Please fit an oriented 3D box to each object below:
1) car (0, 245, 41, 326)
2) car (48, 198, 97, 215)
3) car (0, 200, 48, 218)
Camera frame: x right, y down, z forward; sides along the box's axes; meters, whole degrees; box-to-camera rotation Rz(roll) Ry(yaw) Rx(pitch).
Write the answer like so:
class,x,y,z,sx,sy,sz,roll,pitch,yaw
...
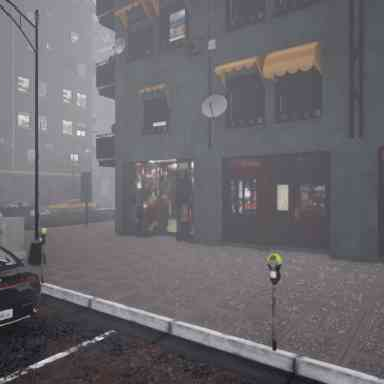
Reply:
class,x,y,z,sx,sy,sz,roll,pitch,yaw
car,-4.506,1.551,6.075,4.403,1.369,2.008,0,0,35
car,-11.011,1.249,30.502,1.752,1.417,4.829,1,1,35
car,-14.095,1.350,26.073,2.008,1.369,4.403,1,1,35
